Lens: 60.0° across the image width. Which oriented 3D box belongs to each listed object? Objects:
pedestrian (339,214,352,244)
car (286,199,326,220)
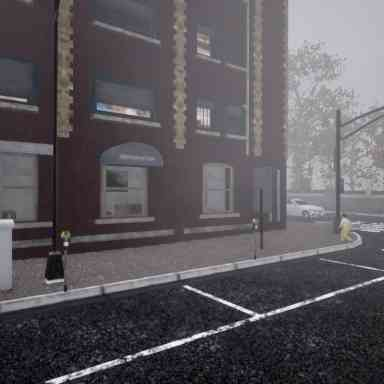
[{"bbox_3d":[6.291,1.424,13.612,0.375,1.300,0.375,0,0,-36],"label":"pedestrian"},{"bbox_3d":[8.008,1.256,25.815,1.812,1.442,4.674,0,1,-36],"label":"car"}]
